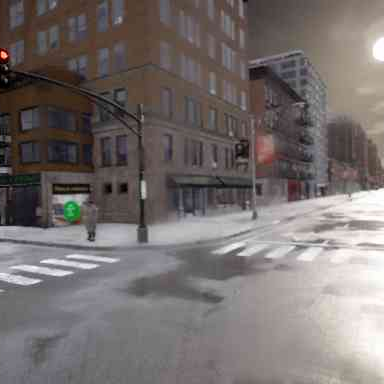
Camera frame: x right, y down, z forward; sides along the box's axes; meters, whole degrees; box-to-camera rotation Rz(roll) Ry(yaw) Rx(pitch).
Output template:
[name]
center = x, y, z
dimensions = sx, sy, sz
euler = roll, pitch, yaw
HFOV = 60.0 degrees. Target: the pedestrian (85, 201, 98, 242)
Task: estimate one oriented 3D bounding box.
[pedestrian]
center = -4.564, 1.308, 15.130
dimensions = 0.375, 1.860, 0.375
euler = -2, 0, 32
